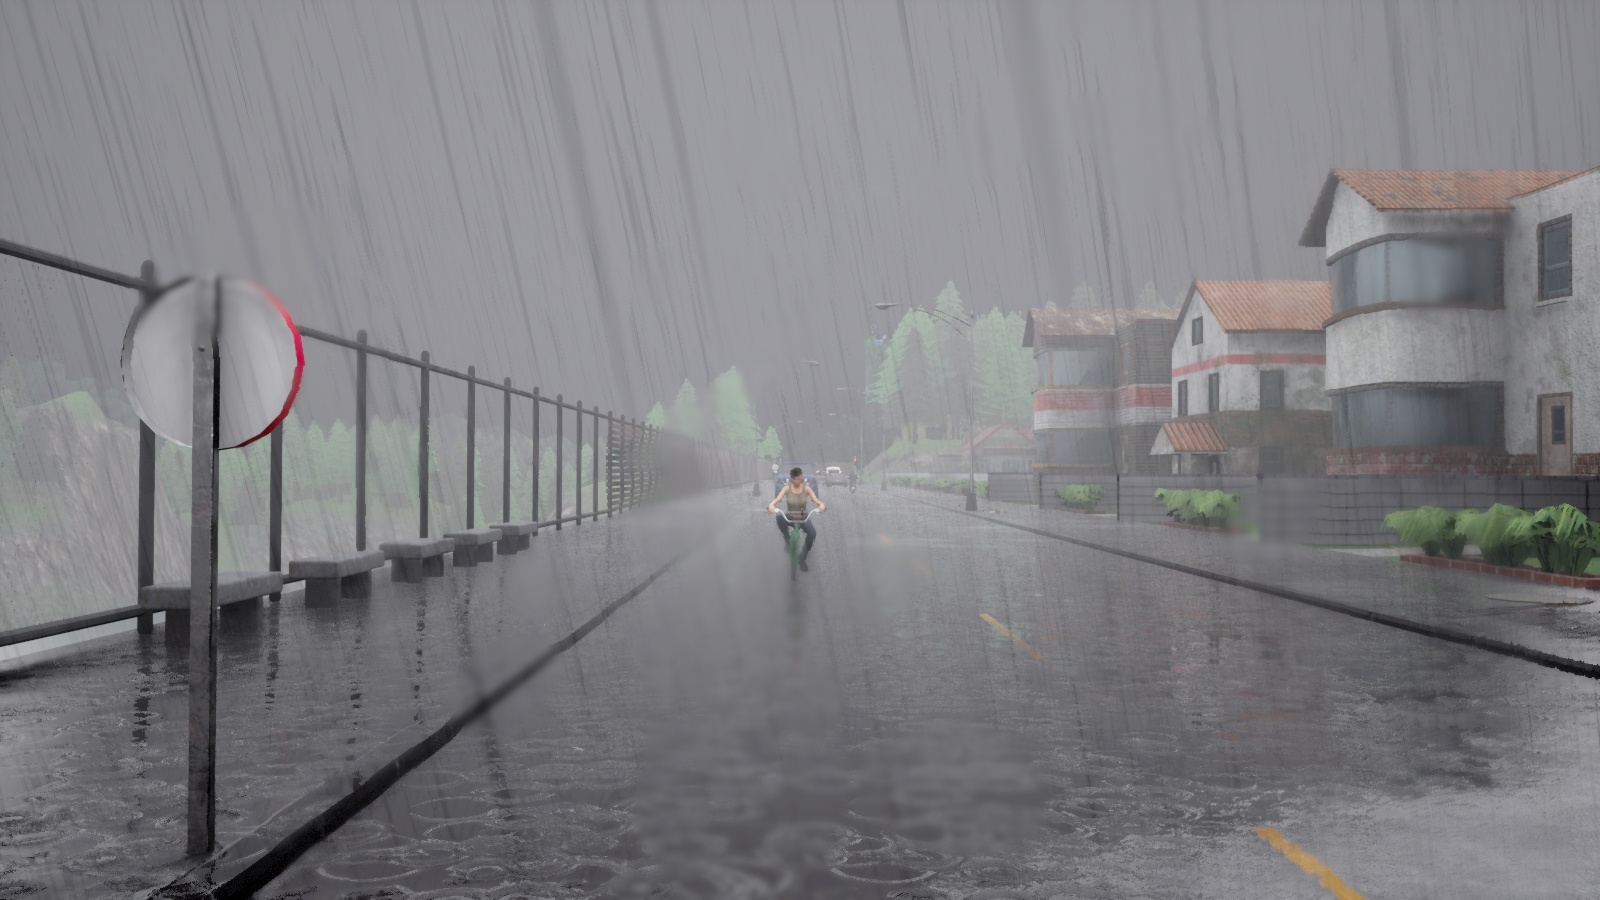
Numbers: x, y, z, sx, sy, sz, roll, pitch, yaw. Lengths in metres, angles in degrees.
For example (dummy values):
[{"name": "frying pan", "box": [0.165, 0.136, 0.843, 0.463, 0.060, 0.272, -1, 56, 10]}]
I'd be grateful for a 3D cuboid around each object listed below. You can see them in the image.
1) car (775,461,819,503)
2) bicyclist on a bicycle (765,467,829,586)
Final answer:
[{"name": "car", "box": [-0.158, 1.621, 64.866, 2.150, 2.045, 5.566, 0, -1, 0]}, {"name": "bicyclist on a bicycle", "box": [-0.039, 1.050, 17.853, 0.866, 1.612, 1.509, 0, -1, 0]}]
